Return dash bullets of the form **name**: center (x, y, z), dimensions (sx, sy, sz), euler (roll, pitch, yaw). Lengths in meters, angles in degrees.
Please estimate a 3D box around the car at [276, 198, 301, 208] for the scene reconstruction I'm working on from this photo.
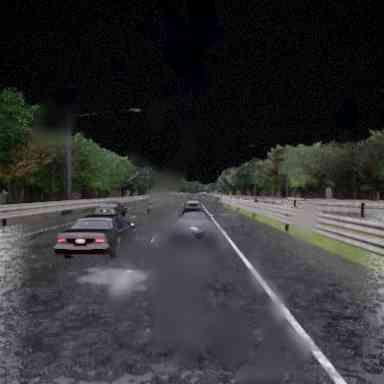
- **car**: center (14.594, 1.626, 50.599), dimensions (1.882, 1.535, 5.008), euler (0, 0, -15)

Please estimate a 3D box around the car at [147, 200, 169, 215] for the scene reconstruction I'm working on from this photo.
- **car**: center (-3.399, 1.513, 33.940), dimensions (2.128, 1.511, 4.902), euler (0, 0, 0)

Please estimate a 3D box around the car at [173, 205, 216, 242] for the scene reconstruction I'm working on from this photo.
- **car**: center (0.101, 1.570, 16.410), dimensions (1.994, 1.385, 4.181), euler (0, 0, 0)

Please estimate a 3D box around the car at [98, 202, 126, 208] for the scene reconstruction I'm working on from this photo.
- **car**: center (-6.892, 1.556, 28.765), dimensions (2.033, 1.411, 5.357), euler (1, 0, 0)

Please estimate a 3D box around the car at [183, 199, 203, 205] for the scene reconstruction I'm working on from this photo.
- **car**: center (0.104, 1.526, 34.080), dimensions (1.837, 1.490, 4.892), euler (0, 0, 0)

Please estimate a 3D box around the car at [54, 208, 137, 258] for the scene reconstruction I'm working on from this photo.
- **car**: center (-3.398, 1.551, 12.693), dimensions (2.033, 1.411, 5.357), euler (0, 0, 0)
